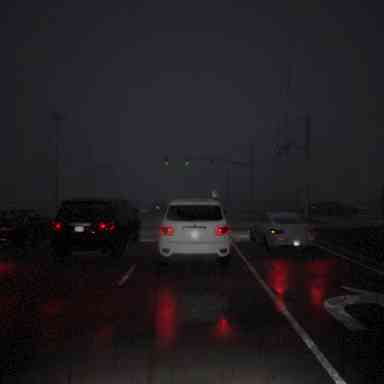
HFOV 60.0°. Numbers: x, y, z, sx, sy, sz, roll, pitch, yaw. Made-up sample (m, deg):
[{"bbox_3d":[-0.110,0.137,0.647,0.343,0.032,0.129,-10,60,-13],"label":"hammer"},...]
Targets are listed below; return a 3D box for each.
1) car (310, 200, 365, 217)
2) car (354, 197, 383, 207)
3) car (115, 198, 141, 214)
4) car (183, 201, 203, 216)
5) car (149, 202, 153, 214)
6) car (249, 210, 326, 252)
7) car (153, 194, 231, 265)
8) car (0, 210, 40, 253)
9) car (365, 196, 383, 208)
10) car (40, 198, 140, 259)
[{"bbox_3d":[12.612,1.520,30.014,4.674,1.442,1.812,0,-1,-2],"label":"car"},{"bbox_3d":[28.103,1.516,51.861,4.674,1.442,1.812,0,0,1],"label":"car"},{"bbox_3d":[-6.897,1.470,36.397,1.882,1.535,5.008,0,0,0],"label":"car"},{"bbox_3d":[0.101,1.594,33.237,1.895,1.301,4.718,0,0,0],"label":"car"},{"bbox_3d":[-3.399,1.557,35.346,1.994,1.385,4.181,0,0,0],"label":"car"},{"bbox_3d":[3.590,1.523,13.717,1.812,1.442,4.674,0,0,0],"label":"car"},{"bbox_3d":[0.084,1.221,11.811,2.150,2.045,5.566,0,0,0],"label":"car"},{"bbox_3d":[-6.911,1.489,13.696,2.128,1.511,4.902,0,0,0],"label":"car"},{"bbox_3d":[27.536,1.344,48.379,4.553,1.767,2.097,0,0,1],"label":"car"},{"bbox_3d":[-3.417,1.219,12.787,2.150,2.045,5.566,0,0,0],"label":"car"}]
